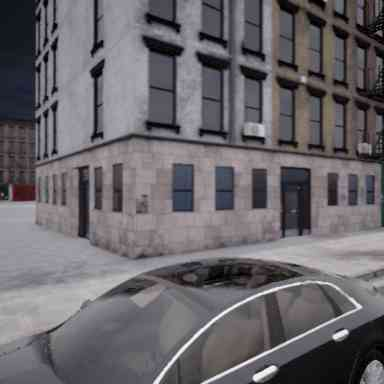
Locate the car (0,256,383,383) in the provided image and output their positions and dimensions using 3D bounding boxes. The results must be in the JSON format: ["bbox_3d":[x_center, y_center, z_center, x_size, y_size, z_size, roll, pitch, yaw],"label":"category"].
[{"bbox_3d":[0.061,1.496,3.098,4.892,1.490,1.837,-1,1,-35],"label":"car"}]
